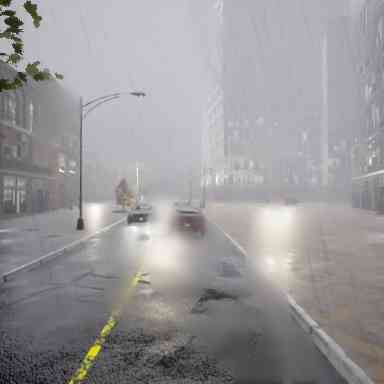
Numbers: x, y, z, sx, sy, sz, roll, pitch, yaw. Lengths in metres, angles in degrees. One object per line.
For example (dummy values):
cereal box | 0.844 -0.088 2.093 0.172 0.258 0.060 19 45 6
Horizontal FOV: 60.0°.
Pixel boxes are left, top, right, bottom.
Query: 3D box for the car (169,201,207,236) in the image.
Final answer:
car | -0.263 1.481 18.433 1.882 1.535 5.008 0 0 -2

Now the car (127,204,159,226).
car | -3.378 1.565 23.586 1.994 1.385 4.181 0 0 -3

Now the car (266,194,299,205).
car | 13.957 1.200 51.535 5.009 1.841 2.192 0 -1 15

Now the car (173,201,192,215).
car | -1.048 1.605 34.464 1.895 1.301 4.718 0 0 -4
